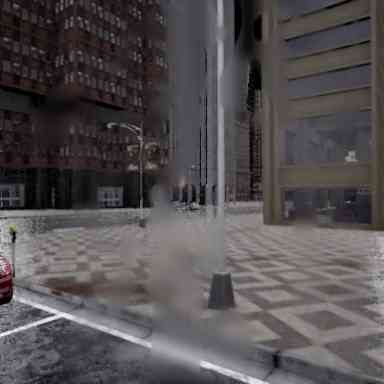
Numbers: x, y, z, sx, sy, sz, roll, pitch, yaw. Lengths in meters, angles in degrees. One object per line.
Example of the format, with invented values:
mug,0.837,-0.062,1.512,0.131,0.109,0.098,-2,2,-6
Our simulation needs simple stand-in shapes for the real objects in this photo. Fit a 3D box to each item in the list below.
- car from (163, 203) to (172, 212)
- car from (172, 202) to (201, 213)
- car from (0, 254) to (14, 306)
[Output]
car,-2.468,2.321,51.595,2.128,1.511,4.902,0,-1,36
car,-0.415,2.321,48.876,1.812,1.442,4.674,0,-1,35
car,-5.536,1.497,6.913,4.097,1.590,1.967,0,0,36
